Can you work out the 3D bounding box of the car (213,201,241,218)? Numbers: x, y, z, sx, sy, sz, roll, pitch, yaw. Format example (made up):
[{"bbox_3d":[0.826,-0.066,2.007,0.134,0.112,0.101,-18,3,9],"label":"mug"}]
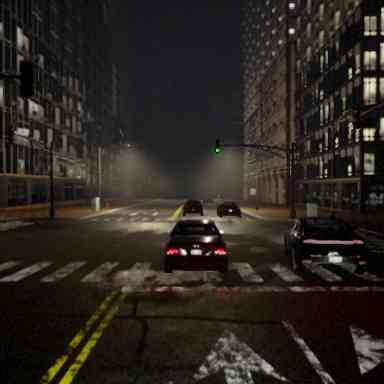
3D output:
[{"bbox_3d":[3.359,1.602,30.979,1.994,1.385,4.181,0,0,0],"label":"car"}]

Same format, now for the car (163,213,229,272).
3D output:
[{"bbox_3d":[0.109,1.624,10.931,2.033,1.411,5.357,0,-1,0],"label":"car"}]

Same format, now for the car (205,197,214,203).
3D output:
[{"bbox_3d":[3.265,1.662,65.164,1.895,1.301,4.718,0,0,0],"label":"car"}]

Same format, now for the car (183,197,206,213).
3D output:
[{"bbox_3d":[0.108,1.518,33.692,1.882,1.535,5.008,0,0,0],"label":"car"}]

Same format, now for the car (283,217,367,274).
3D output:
[{"bbox_3d":[4.093,1.566,10.785,2.128,1.511,4.902,-1,-2,11],"label":"car"}]

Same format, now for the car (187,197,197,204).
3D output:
[{"bbox_3d":[0.014,1.663,66.514,1.895,1.301,4.718,0,0,0],"label":"car"}]
